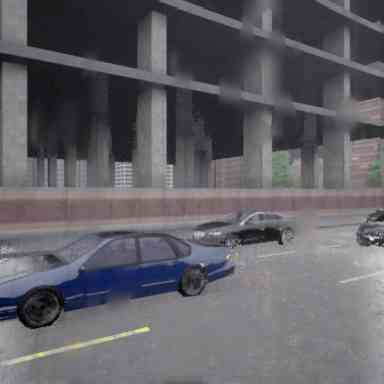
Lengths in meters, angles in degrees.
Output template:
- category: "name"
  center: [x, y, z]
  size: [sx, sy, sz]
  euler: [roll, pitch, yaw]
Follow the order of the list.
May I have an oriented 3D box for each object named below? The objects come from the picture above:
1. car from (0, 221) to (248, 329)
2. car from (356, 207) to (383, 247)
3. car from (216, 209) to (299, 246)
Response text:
- category: "car"
  center: [-1.558, 1.548, 7.096]
  size: [5.357, 1.411, 2.033]
  euler: [0, 0, -33]
- category: "car"
  center: [8.723, 1.507, 13.647]
  size: [4.892, 1.490, 1.837]
  euler: [1, 0, -32]
- category: "car"
  center: [2.270, 1.491, 13.694]
  size: [4.902, 1.511, 2.128]
  euler: [0, 0, -32]
